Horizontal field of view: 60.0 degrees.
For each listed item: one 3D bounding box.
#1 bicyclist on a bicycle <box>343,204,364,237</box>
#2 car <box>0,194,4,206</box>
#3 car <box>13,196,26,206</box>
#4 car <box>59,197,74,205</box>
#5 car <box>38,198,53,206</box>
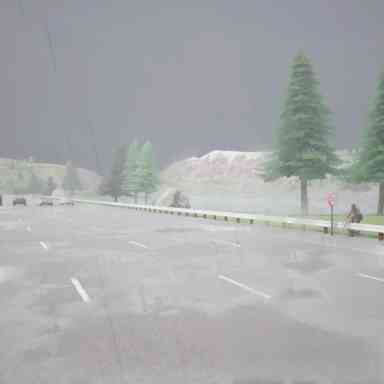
[{"bbox_3d":[8.105,1.437,16.593,1.656,1.620,0.582,6,-3,-30],"label":"bicyclist on a bicycle"},{"bbox_3d":[-32.004,1.221,54.156,2.150,2.045,5.566,0,0,-31],"label":"car"},{"bbox_3d":[-29.355,1.491,56.549,2.128,1.511,4.902,0,0,-31],"label":"car"},{"bbox_3d":[-21.663,1.526,57.301,1.812,1.442,4.674,0,0,-30],"label":"car"},{"bbox_3d":[-24.036,1.601,54.446,1.895,1.301,4.718,0,0,-31],"label":"car"}]
